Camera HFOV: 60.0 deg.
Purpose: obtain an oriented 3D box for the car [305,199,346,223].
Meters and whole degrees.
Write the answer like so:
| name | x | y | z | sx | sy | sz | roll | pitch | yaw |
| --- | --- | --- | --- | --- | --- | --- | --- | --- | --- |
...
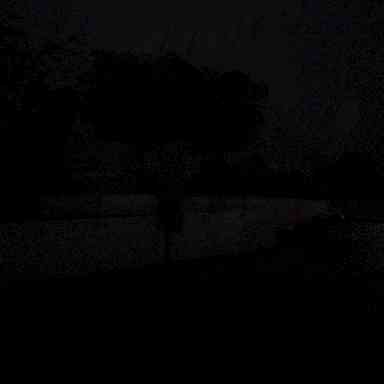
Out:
| name | x | y | z | sx | sy | sz | roll | pitch | yaw |
| --- | --- | --- | --- | --- | --- | --- | --- | --- | --- |
| car | 7.937 | 1.252 | 22.682 | 2.128 | 1.511 | 4.902 | 1 | 0 | -36 |
